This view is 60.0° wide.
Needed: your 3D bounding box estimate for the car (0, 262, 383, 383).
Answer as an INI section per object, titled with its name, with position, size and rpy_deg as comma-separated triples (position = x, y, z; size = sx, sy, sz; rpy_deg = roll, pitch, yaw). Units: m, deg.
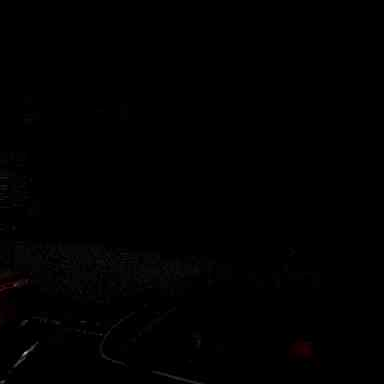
[car]
position = 0.385, 1.372, 2.707
size = 4.097, 1.590, 1.967
rpy_deg = 0, 2, 27
